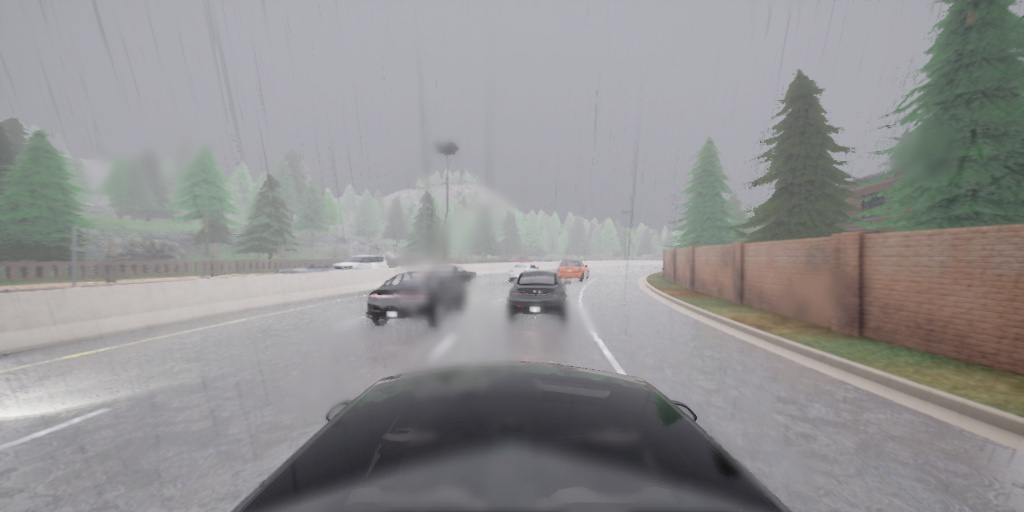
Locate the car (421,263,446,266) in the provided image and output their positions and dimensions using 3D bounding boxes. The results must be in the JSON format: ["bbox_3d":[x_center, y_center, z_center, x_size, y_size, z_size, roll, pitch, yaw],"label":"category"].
[{"bbox_3d":[-3.965,1.343,23.957,1.895,1.301,4.718,0,0,14],"label":"car"}]

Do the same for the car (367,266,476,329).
[{"bbox_3d":[-2.694,1.233,11.281,2.128,1.511,4.902,0,0,6],"label":"car"}]

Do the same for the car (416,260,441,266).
[{"bbox_3d":[-8.120,1.205,34.939,1.882,1.535,5.008,0,0,20],"label":"car"}]

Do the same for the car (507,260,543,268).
[{"bbox_3d":[1.098,1.294,28.900,1.812,1.442,4.674,0,0,17],"label":"car"}]

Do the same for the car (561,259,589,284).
[{"bbox_3d":[5.164,1.140,29.907,2.097,1.767,4.553,0,0,19],"label":"car"}]

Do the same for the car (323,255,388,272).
[{"bbox_3d":[-13.080,0.924,31.061,2.150,2.045,5.566,0,0,17],"label":"car"}]

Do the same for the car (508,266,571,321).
[{"bbox_3d":[0.990,1.265,12.537,1.837,1.490,4.892,0,0,7],"label":"car"}]

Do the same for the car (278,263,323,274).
[{"bbox_3d":[-16.977,1.284,30.142,1.895,1.301,4.718,0,0,16],"label":"car"}]
